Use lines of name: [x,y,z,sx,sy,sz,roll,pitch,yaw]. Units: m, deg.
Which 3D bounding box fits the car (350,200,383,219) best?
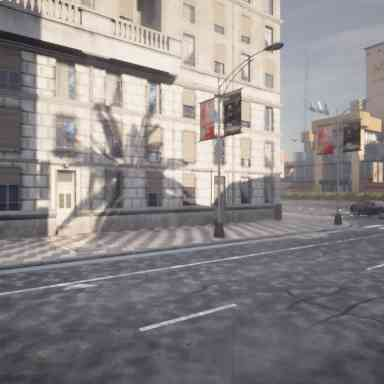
car: [16.189,1.507,29.227,1.837,1.490,4.892,1,-1,-17]
